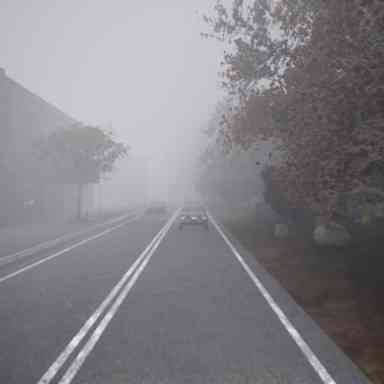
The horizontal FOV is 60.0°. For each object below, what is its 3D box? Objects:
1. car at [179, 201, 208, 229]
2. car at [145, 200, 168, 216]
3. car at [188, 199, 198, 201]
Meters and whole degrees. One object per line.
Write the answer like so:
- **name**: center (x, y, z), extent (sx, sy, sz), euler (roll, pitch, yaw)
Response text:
- **car**: center (0.095, 1.551, 21.744), extent (2.033, 1.411, 5.357), euler (0, 0, 0)
- **car**: center (-3.353, 1.485, 32.312), extent (1.882, 1.535, 5.008), euler (0, 0, 0)
- **car**: center (0.095, 1.621, 42.689), extent (1.994, 1.385, 4.181), euler (0, 0, 0)
